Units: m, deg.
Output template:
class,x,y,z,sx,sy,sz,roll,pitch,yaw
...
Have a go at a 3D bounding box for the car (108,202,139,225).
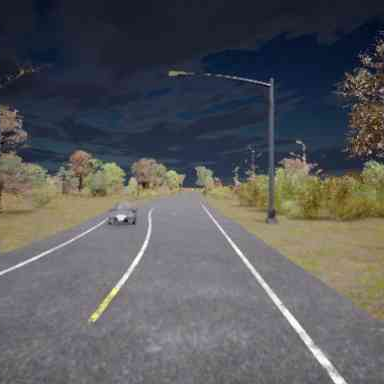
class,x,y,z,sx,sy,sz,roll,pitch,yaw
car,-4.823,1.480,23.723,2.128,1.511,4.902,0,0,-7
